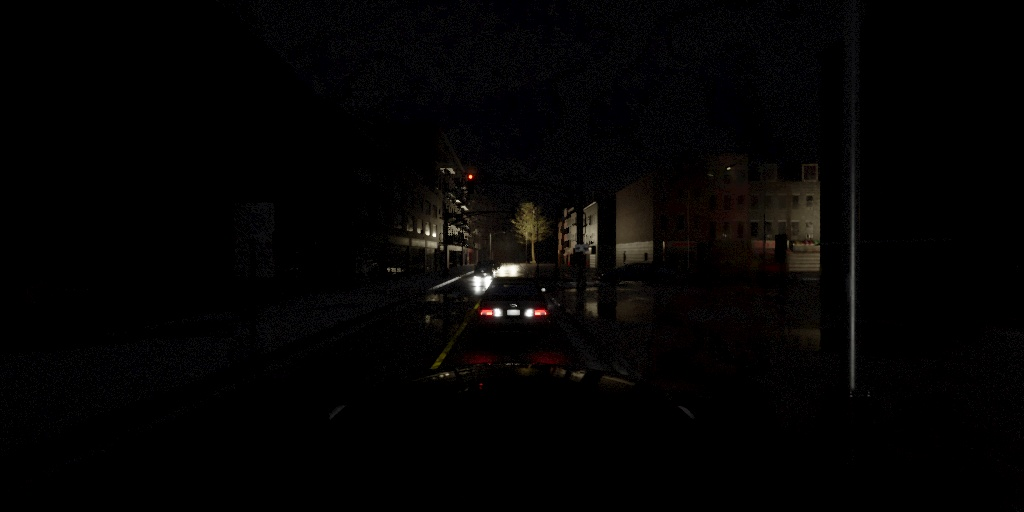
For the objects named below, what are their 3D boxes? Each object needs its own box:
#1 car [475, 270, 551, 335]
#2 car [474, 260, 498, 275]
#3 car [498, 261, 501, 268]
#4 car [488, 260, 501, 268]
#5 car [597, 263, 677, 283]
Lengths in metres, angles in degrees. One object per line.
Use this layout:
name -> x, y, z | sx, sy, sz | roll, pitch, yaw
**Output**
car -> 0.046, 1.297, 10.448 | 2.033, 1.411, 5.357 | 0, 0, 0
car -> -2.917, 1.250, 37.946 | 2.128, 1.511, 4.902 | 0, 0, 0
car -> -2.940, 1.332, 48.488 | 1.994, 1.385, 4.181 | 0, 0, 0
car -> -2.948, 1.347, 60.603 | 1.994, 1.385, 4.181 | 0, 0, 0
car -> 9.050, 1.237, 26.144 | 5.357, 1.411, 2.033 | 0, 0, 3
